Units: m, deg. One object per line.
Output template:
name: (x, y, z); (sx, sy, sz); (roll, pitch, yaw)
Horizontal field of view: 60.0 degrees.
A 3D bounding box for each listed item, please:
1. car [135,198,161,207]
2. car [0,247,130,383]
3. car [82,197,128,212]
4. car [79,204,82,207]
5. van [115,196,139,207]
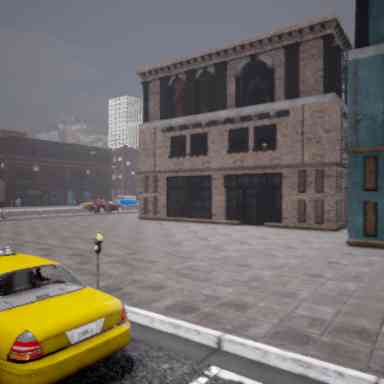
car: (-7.495, 1.736, 57.321); (2.008, 1.369, 4.403); (0, 0, 35)
car: (-3.066, 1.523, 5.062); (4.829, 1.417, 1.752); (0, 0, 35)
car: (-10.123, 1.654, 38.910); (1.887, 1.381, 4.507); (0, 0, 35)
car: (-13.946, 1.654, 48.139); (1.752, 1.417, 4.829); (0, 0, 35)
van: (-10.672, 1.498, 52.801); (1.690, 1.788, 3.998); (0, 0, 35)
